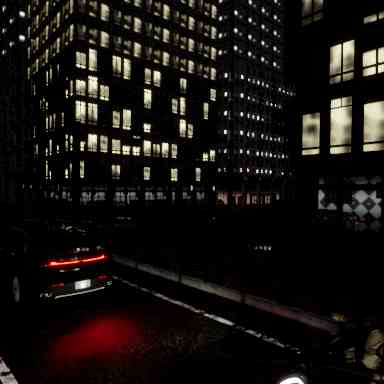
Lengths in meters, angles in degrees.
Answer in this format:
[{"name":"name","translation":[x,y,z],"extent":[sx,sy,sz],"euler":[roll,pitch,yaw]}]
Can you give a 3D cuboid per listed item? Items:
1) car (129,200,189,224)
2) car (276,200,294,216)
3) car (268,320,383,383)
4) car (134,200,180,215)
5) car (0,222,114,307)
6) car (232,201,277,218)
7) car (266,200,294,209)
[{"name":"car","translation":[-2.566,1.523,26.511],"extent":[5.009,1.841,2.192],"euler":[1,0,-40]},{"name":"car","translation":[10.342,1.935,37.447],"extent":[4.206,1.307,1.802],"euler":[1,0,-40]},{"name":"car","translation":[2.426,1.352,1.325],"extent":[2.097,1.767,4.553],"euler":[0,0,-41]},{"name":"car","translation":[-3.813,1.647,36.439],"extent":[4.829,1.417,1.752],"euler":[1,0,-40]},{"name":"car","translation":[-3.659,1.501,8.115],"extent":[1.837,1.490,4.892],"euler":[0,0,-41]},{"name":"car","translation":[6.168,1.832,33.911],"extent":[4.829,1.417,1.752],"euler":[1,0,-40]},{"name":"car","translation":[13.526,1.881,51.125],"extent":[4.313,1.339,1.947],"euler":[1,0,-40]}]
